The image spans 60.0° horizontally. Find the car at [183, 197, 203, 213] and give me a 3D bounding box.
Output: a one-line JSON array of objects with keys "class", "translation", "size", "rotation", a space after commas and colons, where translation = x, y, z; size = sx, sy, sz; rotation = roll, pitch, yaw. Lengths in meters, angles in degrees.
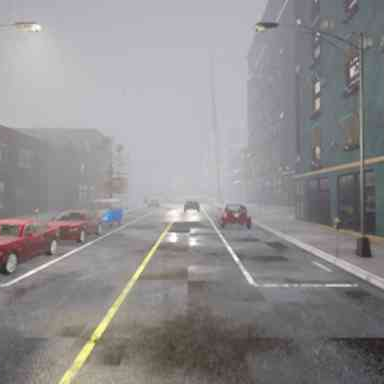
[{"class": "car", "translation": [-0.007, 1.556, 38.248], "size": [1.837, 1.490, 4.892], "rotation": [0, 0, 0]}]

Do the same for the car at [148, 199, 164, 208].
[{"class": "car", "translation": [-5.686, 1.650, 50.379], "size": [1.802, 1.307, 4.206], "rotation": [1, 0, 0]}]

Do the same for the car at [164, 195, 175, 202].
[{"class": "car", "translation": [-5.689, 1.550, 78.812], "size": [1.967, 1.590, 4.097], "rotation": [1, 0, 0]}]

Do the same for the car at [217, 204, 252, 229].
[{"class": "car", "translation": [2.701, 1.469, 22.008], "size": [1.967, 1.590, 4.097], "rotation": [1, 0, 0]}]

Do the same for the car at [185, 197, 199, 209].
[{"class": "car", "translation": [-0.007, 1.544, 49.023], "size": [1.882, 1.535, 5.008], "rotation": [0, 0, 0]}]

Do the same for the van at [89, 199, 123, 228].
[{"class": "van", "translation": [-5.676, 1.370, 21.946], "size": [1.690, 1.788, 3.998], "rotation": [1, 0, 0]}]

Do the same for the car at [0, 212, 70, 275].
[{"class": "car", "translation": [-5.755, 1.559, 10.577], "size": [1.887, 1.381, 4.507], "rotation": [1, 0, 0]}]

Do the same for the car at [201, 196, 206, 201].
[{"class": "car", "translation": [2.688, 1.645, 84.732], "size": [1.752, 1.417, 4.829], "rotation": [1, 0, 0]}]

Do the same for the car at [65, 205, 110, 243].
[{"class": "car", "translation": [-5.680, 1.566, 16.259], "size": [1.887, 1.381, 4.507], "rotation": [1, 0, 0]}]
